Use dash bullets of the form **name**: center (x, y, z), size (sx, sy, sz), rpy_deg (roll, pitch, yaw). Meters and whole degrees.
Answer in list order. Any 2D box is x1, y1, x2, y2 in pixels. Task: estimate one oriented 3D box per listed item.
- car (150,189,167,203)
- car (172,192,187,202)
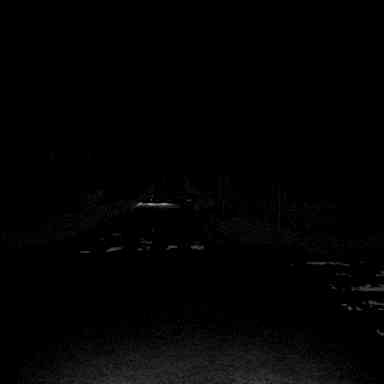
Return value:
- **car**: center (-4.525, 0.479, 45.197), size (2.097, 1.767, 4.553), rpy_deg (0, 2, -2)
- **car**: center (-1.718, 0.678, 45.747), size (1.994, 1.385, 4.181), rpy_deg (0, 2, 0)
